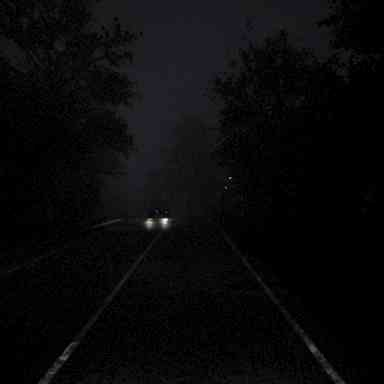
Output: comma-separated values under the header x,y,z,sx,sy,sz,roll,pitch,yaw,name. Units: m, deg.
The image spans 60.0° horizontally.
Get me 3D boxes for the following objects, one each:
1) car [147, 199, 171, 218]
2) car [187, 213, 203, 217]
x,y,z,sx,sy,sz,roll,pitch,yaw,name
-3.527,1.748,36.264,2.150,2.045,5.566,0,-3,0,car
0.702,6.238,88.102,4.181,1.385,1.994,0,-5,12,car
